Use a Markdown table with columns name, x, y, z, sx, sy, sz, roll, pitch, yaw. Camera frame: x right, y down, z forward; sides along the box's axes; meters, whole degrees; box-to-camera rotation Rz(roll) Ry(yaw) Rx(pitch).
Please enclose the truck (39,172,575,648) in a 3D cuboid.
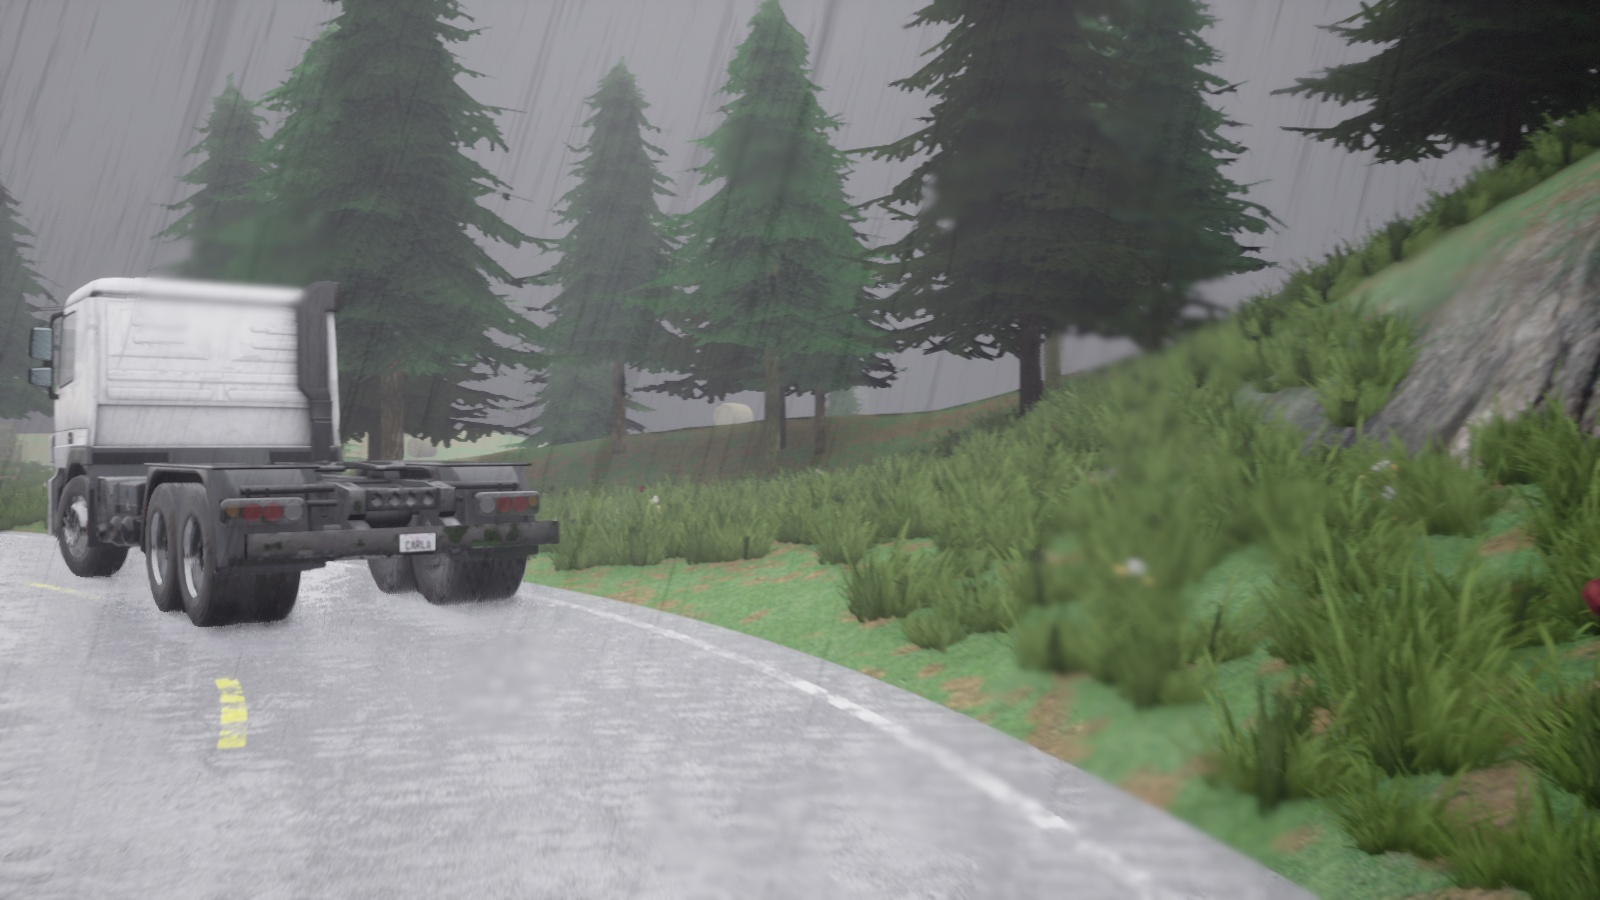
| name | x | y | z | sx | sy | sz | roll | pitch | yaw |
| --- | --- | --- | --- | --- | --- | --- | --- | --- | --- |
| truck | -5.598 | -0.306 | 13.108 | 2.891 | 3.462 | 7.936 | 0 | 0 | -39 |
